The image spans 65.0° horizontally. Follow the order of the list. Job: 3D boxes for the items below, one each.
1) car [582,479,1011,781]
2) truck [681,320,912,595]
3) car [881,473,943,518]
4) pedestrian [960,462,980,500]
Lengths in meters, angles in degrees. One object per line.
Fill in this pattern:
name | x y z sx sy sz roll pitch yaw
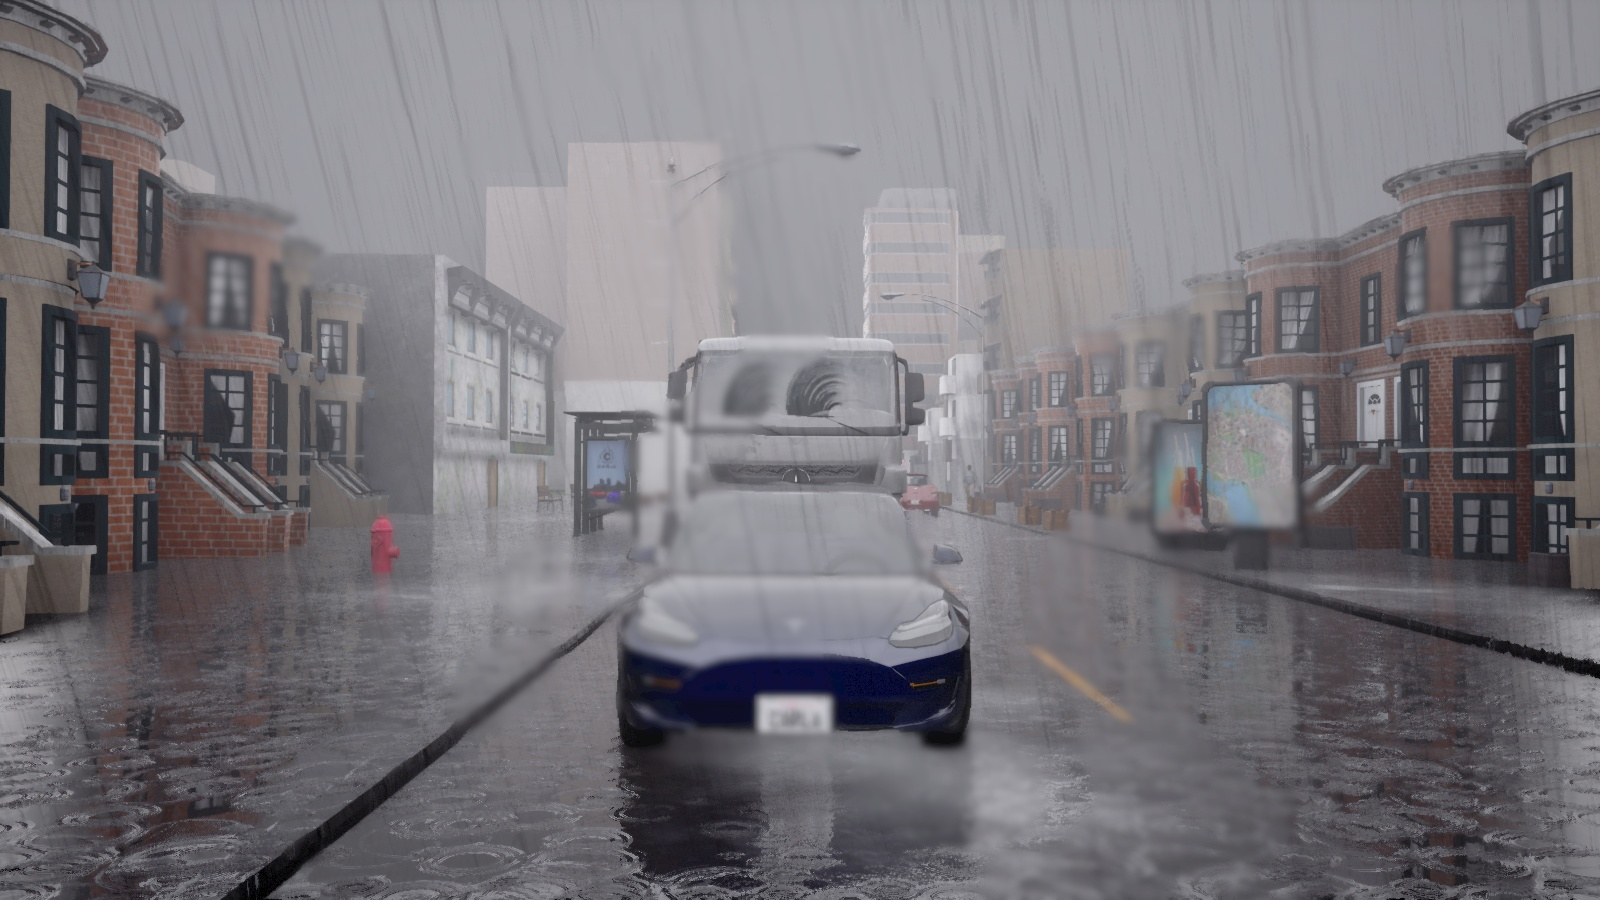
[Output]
car | -0.024 0.961 8.751 2.163 1.488 4.792 0 -1 0
truck | -0.057 0.165 19.823 2.891 3.462 7.936 0 -1 0
car | 3.882 1.550 44.004 1.845 1.501 3.633 0 -1 0
pedestrian | 8.392 1.529 61.966 0.874 1.855 0.900 0 -1 0
